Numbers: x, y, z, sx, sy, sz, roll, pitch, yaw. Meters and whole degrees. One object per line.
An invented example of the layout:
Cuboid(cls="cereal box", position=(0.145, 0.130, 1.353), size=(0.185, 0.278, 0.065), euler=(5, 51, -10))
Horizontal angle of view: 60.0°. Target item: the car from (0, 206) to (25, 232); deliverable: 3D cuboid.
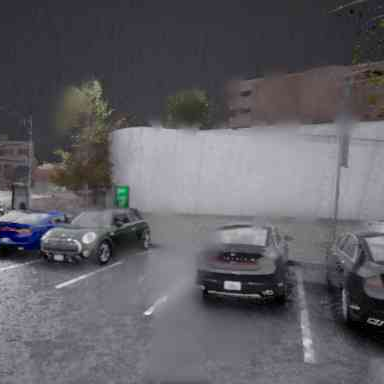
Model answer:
Cuboid(cls="car", position=(-12.534, 1.625, 19.366), size=(2.163, 1.488, 4.792), euler=(0, -1, 20))

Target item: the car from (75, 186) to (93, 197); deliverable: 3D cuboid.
Cuboid(cls="car", position=(-20.448, 0.271, 63.477), size=(5.008, 1.535, 2.097), euler=(4, 7, 39))

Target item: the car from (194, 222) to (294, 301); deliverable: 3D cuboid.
Cuboid(cls="car", position=(1.440, 1.500, 8.456), size=(2.231, 1.521, 4.892), euler=(0, -1, 17))

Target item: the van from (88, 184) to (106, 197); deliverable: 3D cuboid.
Cuboid(cls="van", position=(-17.781, -0.115, 64.909), size=(4.442, 1.987, 1.878), euler=(4, 7, 39))

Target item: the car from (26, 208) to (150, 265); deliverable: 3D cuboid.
Cuboid(cls="car", position=(-3.271, 1.401, 12.029), size=(2.185, 1.767, 4.553), euler=(0, -1, 18))

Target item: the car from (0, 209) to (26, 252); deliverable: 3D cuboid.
Cuboid(cls="car", position=(-5.627, 1.540, 13.795), size=(2.097, 1.535, 5.008), euler=(0, -1, 18))

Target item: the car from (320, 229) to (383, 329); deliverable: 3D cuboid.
Cuboid(cls="car", position=(3.832, 1.488, 6.719), size=(2.231, 1.521, 4.892), euler=(0, -1, 16))
